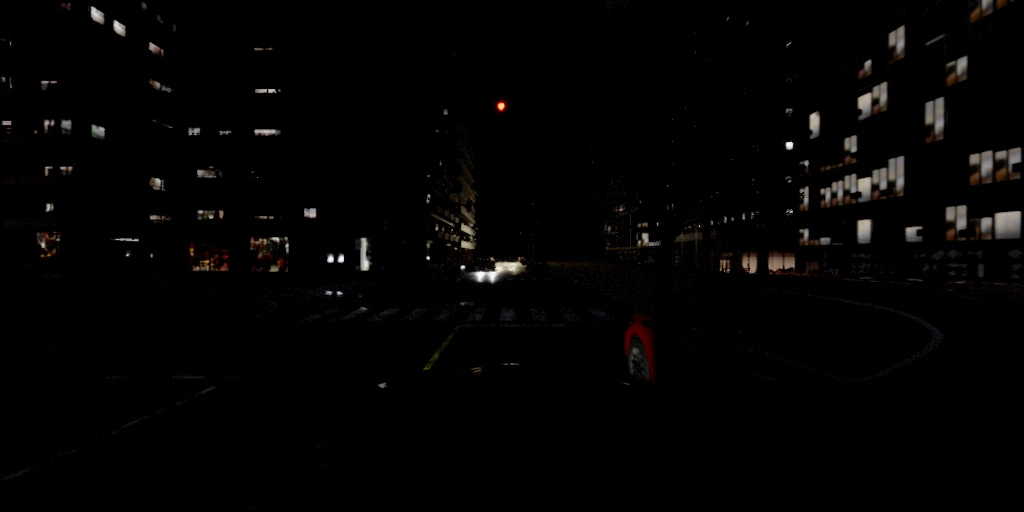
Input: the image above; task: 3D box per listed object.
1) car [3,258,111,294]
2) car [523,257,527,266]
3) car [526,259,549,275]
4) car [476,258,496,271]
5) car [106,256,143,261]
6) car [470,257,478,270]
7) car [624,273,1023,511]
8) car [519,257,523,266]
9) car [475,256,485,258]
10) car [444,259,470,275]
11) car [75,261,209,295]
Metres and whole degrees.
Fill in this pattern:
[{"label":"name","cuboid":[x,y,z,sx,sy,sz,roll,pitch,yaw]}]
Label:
[{"label":"car","cuboid":[-21.830,0.925,16.341,4.829,1.417,1.751,0,0,-1]},{"label":"car","cuboid":[2.698,1.098,47.044,1.751,1.417,4.829,0,0,0]},{"label":"car","cuboid":[2.697,1.156,35.809,1.888,1.381,4.507,0,0,0]},{"label":"car","cuboid":[-2.993,1.184,44.003,1.895,1.301,4.718,0,0,0]},{"label":"car","cuboid":[-27.617,0.734,24.665,4.097,1.591,1.967,0,0,-1]},{"label":"car","cuboid":[-5.682,1.123,46.876,2.007,1.370,4.403,0,0,0]},{"label":"car","cuboid":[2.692,1.057,3.422,2.192,1.841,5.009,0,0,0]},{"label":"car","cuboid":[2.701,1.101,63.471,1.802,1.307,4.207,0,0,0]},{"label":"car","cuboid":[-5.680,0.977,57.941,1.967,1.591,4.097,0,0,0]},{"label":"car","cuboid":[-5.684,1.162,35.811,2.007,1.370,4.403,0,0,0]},{"label":"car","cuboid":[-16.433,1.027,16.396,4.403,1.370,2.007,0,0,-1]}]
